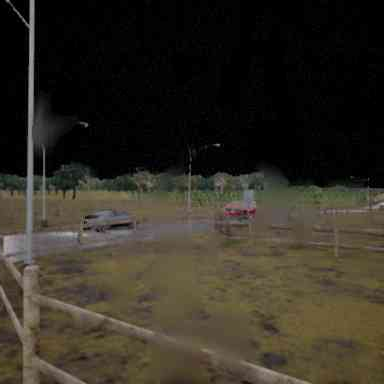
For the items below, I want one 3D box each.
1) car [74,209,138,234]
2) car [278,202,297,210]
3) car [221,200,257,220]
[{"bbox_3d":[-5.489,1.838,21.598,1.994,1.385,4.181,1,-1,35],"label":"car"},{"bbox_3d":[14.385,2.235,49.662,1.837,1.490,4.892,1,-1,35],"label":"car"},{"bbox_3d":[5.322,1.926,36.941,2.150,2.045,5.566,1,-1,35],"label":"car"}]
